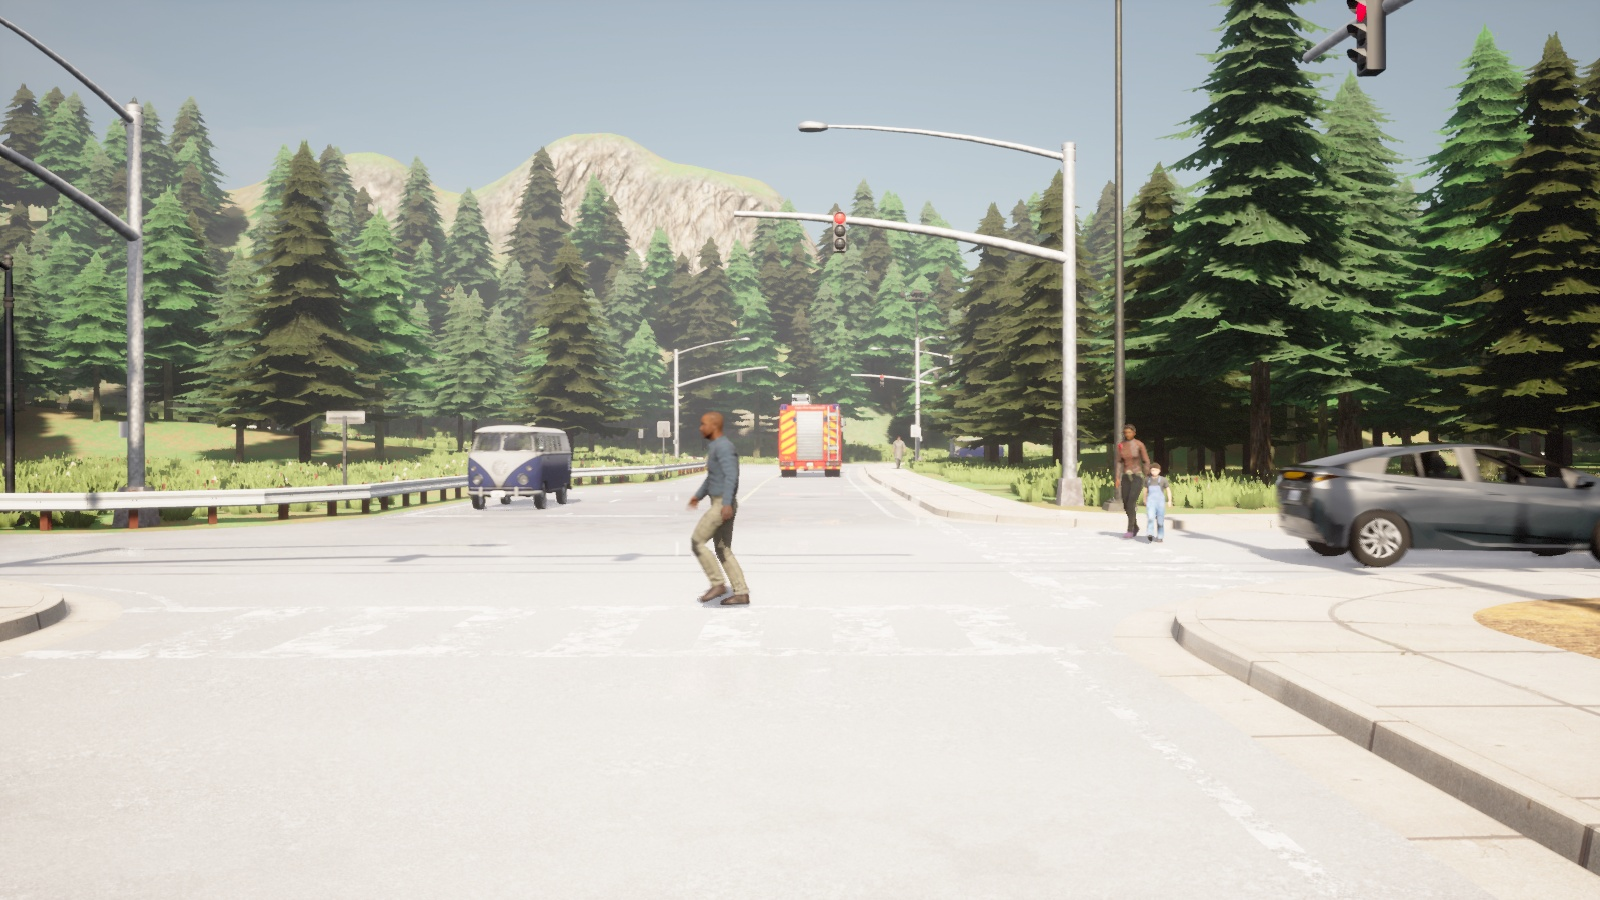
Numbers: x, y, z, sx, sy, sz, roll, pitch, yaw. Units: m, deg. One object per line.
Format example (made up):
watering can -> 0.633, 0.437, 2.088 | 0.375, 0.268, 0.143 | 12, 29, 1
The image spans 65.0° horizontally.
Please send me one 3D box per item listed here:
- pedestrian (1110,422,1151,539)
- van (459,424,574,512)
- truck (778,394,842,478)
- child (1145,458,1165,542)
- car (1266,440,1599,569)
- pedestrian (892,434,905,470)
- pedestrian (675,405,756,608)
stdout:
pedestrian -> 5.206, 0.472, 19.786 | 0.328, 1.805, 0.869 | 0, 0, 36
van -> -6.820, 0.399, 30.676 | 1.775, 1.987, 4.442 | 0, 0, 0
truck -> 0.581, -0.660, 61.508 | 2.891, 3.827, 8.468 | 0, 0, 2
child -> 5.422, 0.759, 19.181 | 0.270, 1.263, 0.437 | 0, 0, 20
car -> 8.520, 0.640, 15.913 | 4.514, 1.525, 2.007 | 0, 0, 3
pedestrian -> 5.382, 0.126, 68.665 | 0.659, 1.952, 0.873 | 0, 0, 4
pedestrian -> -0.767, 0.509, 11.551 | 0.726, 1.835, 0.370 | 0, 0, -2
